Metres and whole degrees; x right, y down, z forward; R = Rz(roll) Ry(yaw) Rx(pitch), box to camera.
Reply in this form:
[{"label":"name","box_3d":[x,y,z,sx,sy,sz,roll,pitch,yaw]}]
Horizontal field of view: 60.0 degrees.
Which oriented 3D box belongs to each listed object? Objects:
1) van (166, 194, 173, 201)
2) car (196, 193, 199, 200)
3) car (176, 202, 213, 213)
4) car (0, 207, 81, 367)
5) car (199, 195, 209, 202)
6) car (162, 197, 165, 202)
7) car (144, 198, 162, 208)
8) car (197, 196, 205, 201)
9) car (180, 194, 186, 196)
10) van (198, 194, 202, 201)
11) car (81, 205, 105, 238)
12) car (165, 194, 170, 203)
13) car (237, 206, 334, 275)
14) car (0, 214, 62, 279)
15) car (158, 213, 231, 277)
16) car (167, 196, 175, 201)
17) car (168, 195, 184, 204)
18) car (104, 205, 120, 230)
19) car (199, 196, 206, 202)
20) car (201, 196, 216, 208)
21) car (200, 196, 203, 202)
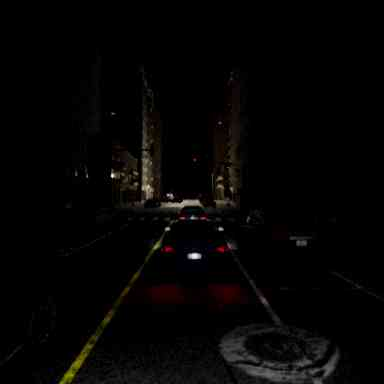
[{"label":"van","box_3d":[-5.945,1.521,88.463,1.690,1.788,3.998,1,0,0]},{"label":"car","box_3d":[2.600,1.456,71.447,2.192,1.841,5.009,1,0,0]},{"label":"car","box_3d":[0.029,1.589,21.638,2.033,1.411,5.357,0,0,-1]},{"label":"car","box_3d":[-3.104,1.228,3.179,2.150,2.045,5.566,0,0,0]},{"label":"car","box_3d":[2.610,1.699,60.100,1.802,1.307,4.206,1,0,0]},{"label":"car","box_3d":[-5.909,1.650,54.426,1.887,1.381,4.507,1,0,0]},{"label":"car","box_3d":[-5.903,1.639,48.753,1.887,1.381,4.507,1,0,0]},{"label":"car","box_3d":[2.572,1.759,94.140,1.947,1.339,4.313,1,0,0]},{"label":"car","box_3d":[-3.087,1.747,80.051,1.895,1.301,4.718,0,0,0]},{"label":"van","box_3d":[2.606,1.470,65.774,1.690,1.788,3.998,1,0,0]},{"label":"car","box_3d":[-5.867,1.576,16.109,1.887,1.381,4.507,1,0,0]},{"label":"car","box_3d":[-5.928,1.723,71.444,1.802,1.307,4.206,1,0,0]},{"label":"car","box_3d":[2.667,1.335,10.485,2.192,1.841,5.009,1,0,0]},{"label":"car","box_3d":[-5.860,1.545,10.314,1.752,1.417,4.829,1,0,0]},{"label":"car","box_3d":[0.071,1.584,10.355,1.994,1.385,4.181,0,0,0]},{"label":"car","box_3d":[-5.954,1.775,94.135,1.802,1.307,4.206,1,0,0]},{"label":"car","box_3d":[-3.082,1.727,64.678,1.895,1.301,4.718,0,0,0]},{"label":"car","box_3d":[-5.873,1.567,21.563,1.752,1.417,4.829,1,0,0]},{"label":"car","box_3d":[2.585,1.749,82.793,1.802,1.307,4.206,1,0,0]},{"label":"car","box_3d":[2.623,1.676,48.753,1.802,1.307,4.206,1,0,0]},{"label":"car","box_3d":[2.616,1.687,54.426,1.802,1.307,4.206,1,0,0]}]
